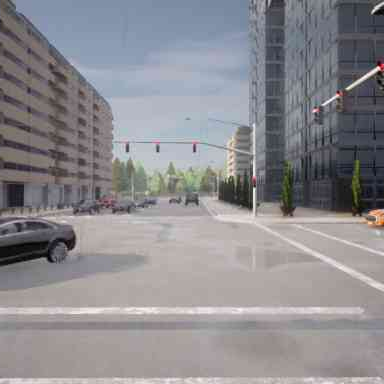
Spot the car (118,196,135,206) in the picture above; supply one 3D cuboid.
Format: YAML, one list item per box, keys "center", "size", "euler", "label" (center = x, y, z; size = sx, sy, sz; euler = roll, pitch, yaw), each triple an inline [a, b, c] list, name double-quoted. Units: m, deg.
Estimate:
- center: [-10.723, 1.478, 54.774]
  size: [1.882, 1.535, 5.008]
  euler: [0, 0, 1]
  label: "car"

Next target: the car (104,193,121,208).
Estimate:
- center: [-10.861, 1.221, 44.651]
  size: [2.150, 2.045, 5.566]
  euler: [0, 0, 0]
  label: "car"

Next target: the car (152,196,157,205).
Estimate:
- center: [-7.184, 1.478, 57.211]
  size: [1.882, 1.535, 5.008]
  euler: [0, 0, 1]
  label: "car"

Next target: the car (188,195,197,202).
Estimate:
- center: [0.112, 1.500, 74.656]
  size: [1.837, 1.490, 4.892]
  euler: [0, 0, 1]
  label: "car"

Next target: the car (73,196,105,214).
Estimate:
- center: [-10.900, 1.505, 34.803]
  size: [1.837, 1.490, 4.892]
  euler: [0, 0, 0]
  label: "car"

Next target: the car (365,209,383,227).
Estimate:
- center: [13.583, 1.407, 21.217]
  size: [4.553, 1.767, 2.097]
  euler: [0, 0, 0]
  label: "car"

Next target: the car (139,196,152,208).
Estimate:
- center: [-7.323, 1.492, 46.788]
  size: [2.128, 1.511, 4.902]
  euler: [0, 0, 1]
  label: "car"

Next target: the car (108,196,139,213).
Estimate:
- center: [-7.402, 1.505, 36.424]
  size: [1.837, 1.490, 4.892]
  euler: [0, 0, 0]
  label: "car"

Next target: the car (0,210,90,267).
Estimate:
- center: [-5.680, 1.515, 9.777]
  size: [2.128, 1.511, 4.902]
  euler: [0, 0, 28]
  label: "car"

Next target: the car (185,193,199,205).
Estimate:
- center: [0.008, 1.220, 58.674]
  size: [2.150, 2.045, 5.566]
  euler: [0, 0, 1]
  label: "car"

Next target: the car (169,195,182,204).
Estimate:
- center: [-3.420, 1.526, 64.362]
  size: [1.812, 1.442, 4.674]
  euler: [0, 0, 1]
  label: "car"

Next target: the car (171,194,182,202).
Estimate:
- center: [-3.396, 1.355, 74.380]
  size: [2.097, 1.767, 4.553]
  euler: [0, 0, 1]
  label: "car"
